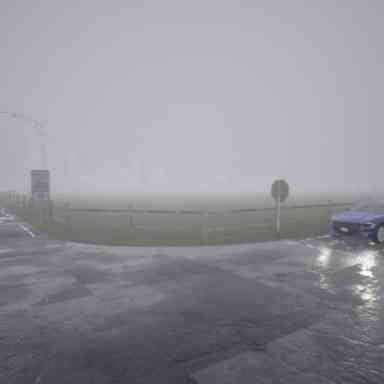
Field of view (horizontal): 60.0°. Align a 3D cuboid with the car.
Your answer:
[{"bbox_3d":[7.662,1.068,13.734,5.008,1.535,1.882,-1,2,-35],"label":"car"}]
